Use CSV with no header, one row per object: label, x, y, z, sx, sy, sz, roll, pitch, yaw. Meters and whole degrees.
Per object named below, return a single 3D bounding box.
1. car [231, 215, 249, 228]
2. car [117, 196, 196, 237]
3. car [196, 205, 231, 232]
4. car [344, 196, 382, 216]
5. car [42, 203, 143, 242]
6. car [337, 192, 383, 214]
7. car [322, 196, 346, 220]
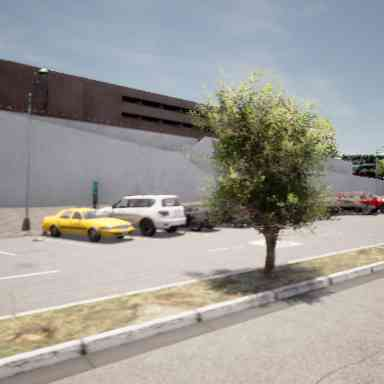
car,2.007,1.488,21.675,4.674,1.452,2.002,-1,-1,35
car,-2.916,1.227,18.199,5.566,2.045,2.435,-1,0,35
car,-0.470,1.493,19.938,4.792,1.488,2.163,-1,0,35
car,14.253,1.328,30.365,4.792,1.488,2.163,-1,-1,35
car,-5.183,1.482,16.338,5.366,1.575,1.946,-1,-1,34
car,16.693,1.017,32.110,5.566,2.045,2.435,-1,-1,35
car,9.341,1.364,26.889,5.008,1.535,2.097,-1,0,35
